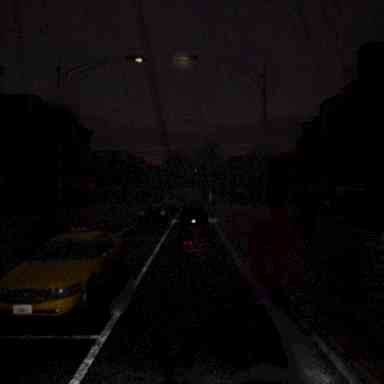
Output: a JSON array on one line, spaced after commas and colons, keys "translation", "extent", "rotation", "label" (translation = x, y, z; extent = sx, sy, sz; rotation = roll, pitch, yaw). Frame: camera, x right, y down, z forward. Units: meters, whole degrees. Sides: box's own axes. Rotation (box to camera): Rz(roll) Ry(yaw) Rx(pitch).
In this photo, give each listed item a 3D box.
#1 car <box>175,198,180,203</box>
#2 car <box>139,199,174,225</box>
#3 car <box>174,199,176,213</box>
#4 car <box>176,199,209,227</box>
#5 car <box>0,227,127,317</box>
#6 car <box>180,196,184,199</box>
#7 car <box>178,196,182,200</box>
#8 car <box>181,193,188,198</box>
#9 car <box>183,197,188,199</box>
[{"translation": [-2.650, 1.575, 35.015], "extent": [2.008, 1.369, 4.403], "rotation": [-2, 0, 0], "label": "car"}, {"translation": [-2.655, 1.438, 24.121], "extent": [1.967, 1.590, 4.097], "rotation": [-2, 0, 0], "label": "car"}, {"translation": [-2.647, 1.592, 29.563], "extent": [1.802, 1.307, 4.206], "rotation": [-1, 0, 0], "label": "car"}, {"translation": [0.104, 1.501, 22.534], "extent": [1.837, 1.490, 4.892], "rotation": [0, 0, 0], "label": "car"}, {"translation": [-2.655, 1.515, 7.609], "extent": [1.752, 1.417, 4.829], "rotation": [-1, 0, 0], "label": "car"}, {"translation": [-2.646, 1.666, 51.358], "extent": [1.802, 1.307, 4.206], "rotation": [-2, 0, 0], "label": "car"}, {"translation": [-2.649, 1.592, 40.464], "extent": [2.008, 1.369, 4.403], "rotation": [-2, 0, 0], "label": "car"}, {"translation": [-2.645, 1.663, 78.136], "extent": [1.967, 1.590, 4.097], "rotation": [-2, 0, 0], "label": "car"}, {"translation": [0.108, 1.641, 40.146], "extent": [1.895, 1.301, 4.718], "rotation": [0, 0, 0], "label": "car"}]
